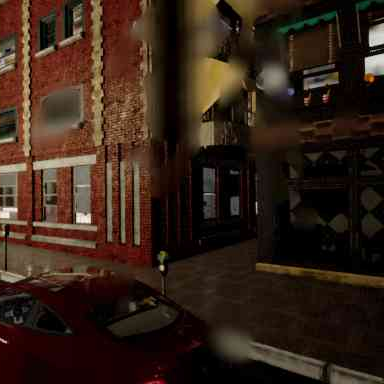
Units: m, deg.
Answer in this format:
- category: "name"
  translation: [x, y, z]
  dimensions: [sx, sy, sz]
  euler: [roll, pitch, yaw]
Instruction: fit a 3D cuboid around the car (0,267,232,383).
- category: "car"
  translation: [-1.551, 1.583, 3.959]
  dimensions: [4.206, 1.307, 1.802]
  euler: [0, -1, 36]
